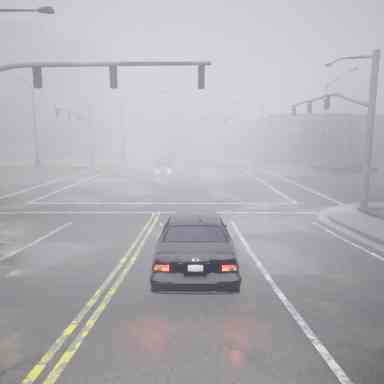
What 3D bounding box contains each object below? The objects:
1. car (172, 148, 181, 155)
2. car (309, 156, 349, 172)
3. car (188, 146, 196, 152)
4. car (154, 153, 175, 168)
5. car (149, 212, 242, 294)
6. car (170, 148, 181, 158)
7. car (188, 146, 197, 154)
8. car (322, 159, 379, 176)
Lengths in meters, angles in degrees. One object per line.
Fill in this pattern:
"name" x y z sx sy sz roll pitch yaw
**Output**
"car" -3.480 -9.308 75.780 1.837 1.490 4.892 0 9 0
"car" 15.563 -3.199 37.354 4.553 1.767 2.097 0 9 0
"car" 0.024 -11.818 91.169 1.994 1.385 4.181 0 9 0
"car" -3.587 -3.902 42.748 1.812 1.442 4.674 0 9 0
"car" 0.076 1.216 8.422 2.033 1.411 5.357 0 4 0
"car" -3.517 -7.582 65.479 2.033 1.411 5.357 0 9 1
"car" 0.021 -10.330 81.111 2.097 1.767 4.553 0 9 0
"car" 16.257 -2.391 33.940 4.718 1.301 1.895 0 9 -1
